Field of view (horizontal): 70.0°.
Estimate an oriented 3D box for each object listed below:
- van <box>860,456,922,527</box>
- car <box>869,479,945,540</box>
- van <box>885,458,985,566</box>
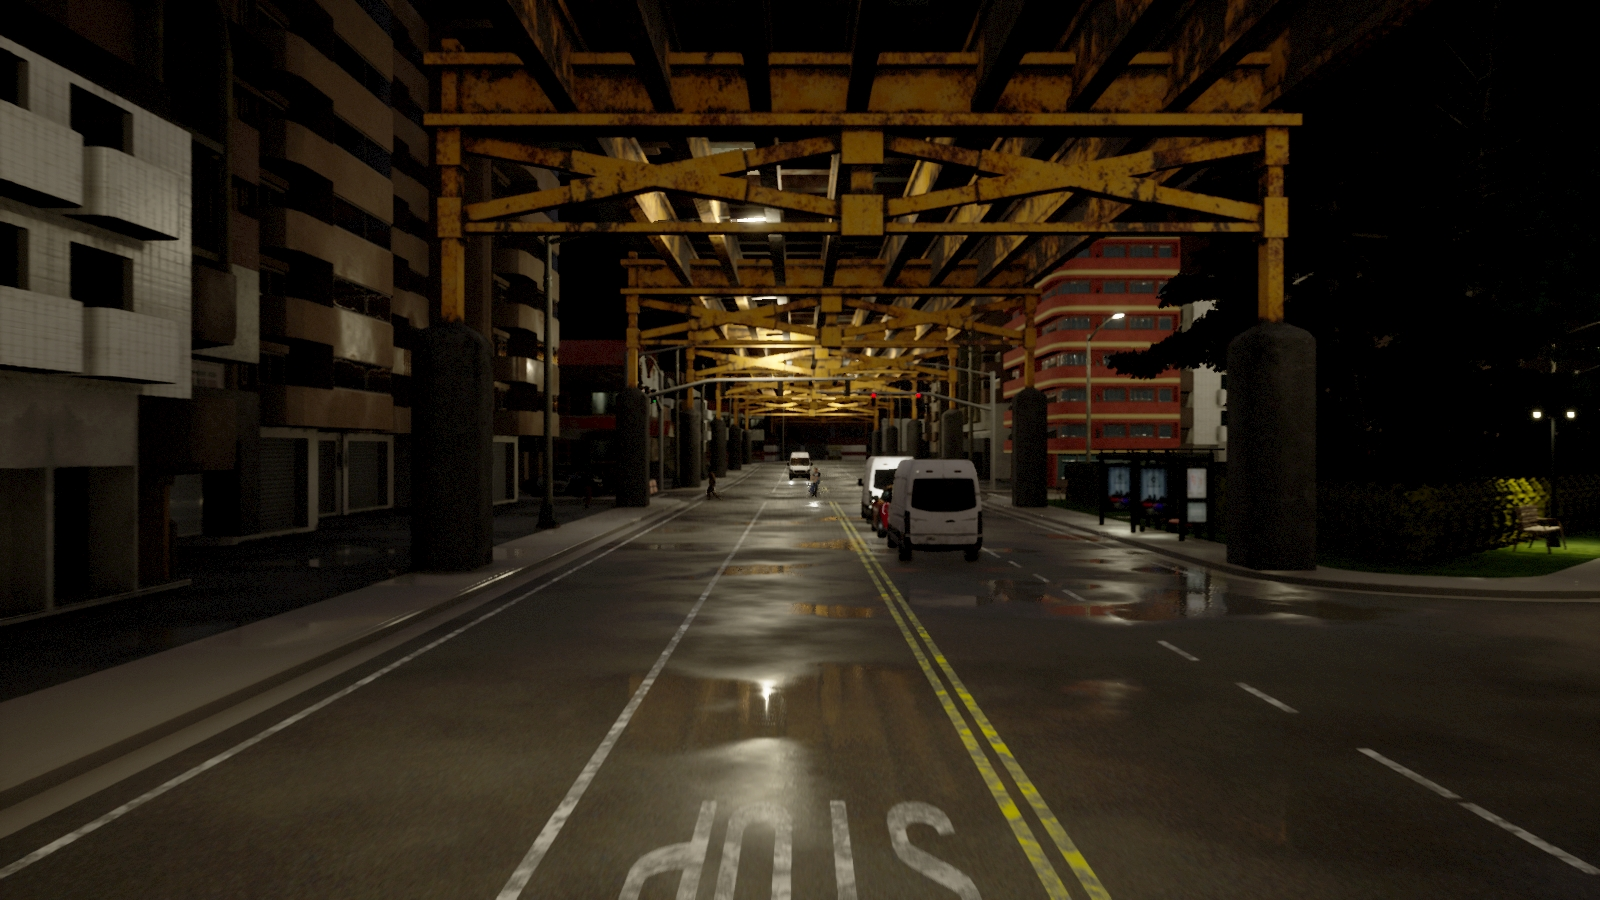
[{"bbox_3d":[3.479,1.524,44.702,1.988,2.561,5.915,0,0,0],"label":"van"},{"bbox_3d":[3.468,1.897,37.723,2.097,1.767,4.553,0,0,0],"label":"car"},{"bbox_3d":[3.489,1.527,30.700,1.988,2.561,5.915,0,0,0],"label":"van"}]
